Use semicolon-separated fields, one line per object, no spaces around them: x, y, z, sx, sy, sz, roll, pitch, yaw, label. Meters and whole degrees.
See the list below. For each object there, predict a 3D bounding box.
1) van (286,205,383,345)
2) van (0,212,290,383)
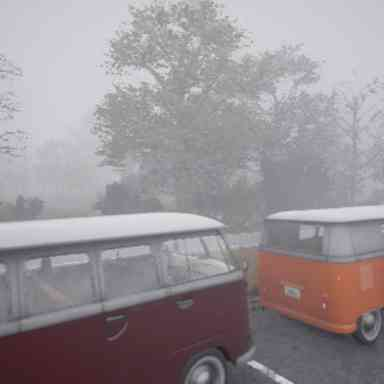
3.386;1.262;6.304;4.442;1.987;1.878;-1;-1;-32;van
-1.271;1.249;3.204;4.442;1.987;1.878;-1;-2;-37;van
